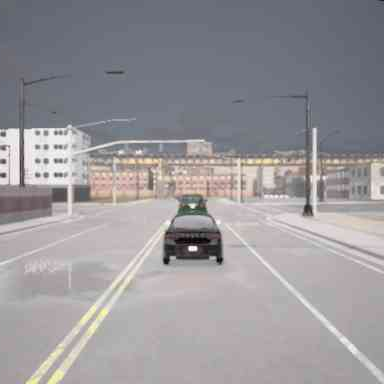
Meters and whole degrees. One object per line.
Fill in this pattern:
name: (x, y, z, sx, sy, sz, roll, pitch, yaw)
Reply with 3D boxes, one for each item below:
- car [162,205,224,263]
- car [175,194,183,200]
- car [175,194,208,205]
car: (0.050, 1.450, 11.905, 1.882, 1.535, 5.008, 0, 0, 1)
car: (-3.328, 1.301, 85.761, 1.837, 1.490, 4.892, 0, 0, 2)
car: (0.071, 1.159, 26.378, 2.150, 2.045, 5.566, 0, 0, 1)
